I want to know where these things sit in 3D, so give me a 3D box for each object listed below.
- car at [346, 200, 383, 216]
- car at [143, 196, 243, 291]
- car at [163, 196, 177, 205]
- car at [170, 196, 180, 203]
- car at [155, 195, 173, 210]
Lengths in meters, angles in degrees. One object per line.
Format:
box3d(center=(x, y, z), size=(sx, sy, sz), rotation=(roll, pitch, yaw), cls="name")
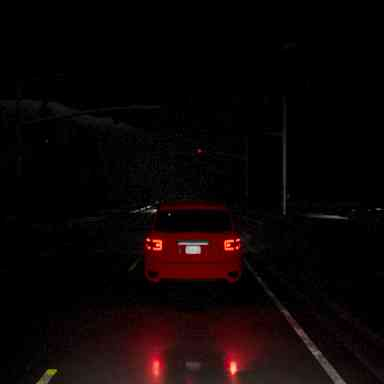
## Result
box3d(center=(16.484, 1.519, 29.977), size=(4.892, 1.490, 1.837), rotation=(0, 0, -2), cls="car")
box3d(center=(0.038, 1.221, 9.165), size=(2.150, 2.045, 5.566), rotation=(0, 0, 0), cls="car")
box3d(center=(-3.706, 1.491, 57.876), size=(2.128, 1.511, 4.902), rotation=(0, 0, 0), cls="car")
box3d(center=(-3.662, 1.544, 71.308), size=(1.994, 1.385, 4.181), rotation=(0, 0, 0), cls="car")
box3d(center=(-3.692, 1.351, 44.561), size=(2.097, 1.767, 4.553), rotation=(0, 0, 0), cls="car")
